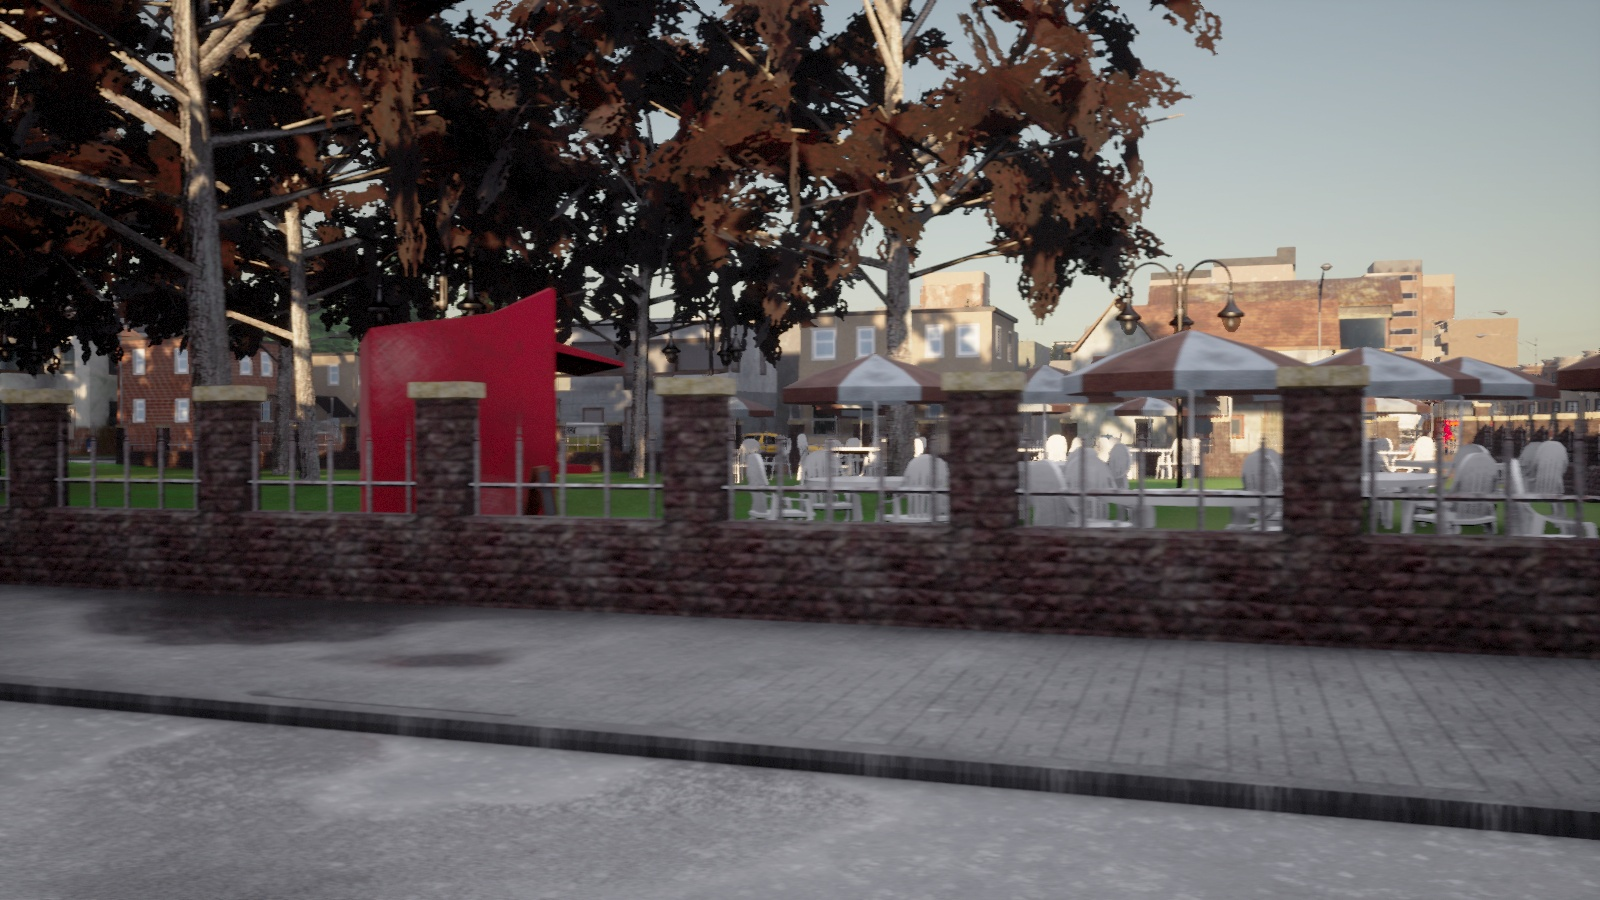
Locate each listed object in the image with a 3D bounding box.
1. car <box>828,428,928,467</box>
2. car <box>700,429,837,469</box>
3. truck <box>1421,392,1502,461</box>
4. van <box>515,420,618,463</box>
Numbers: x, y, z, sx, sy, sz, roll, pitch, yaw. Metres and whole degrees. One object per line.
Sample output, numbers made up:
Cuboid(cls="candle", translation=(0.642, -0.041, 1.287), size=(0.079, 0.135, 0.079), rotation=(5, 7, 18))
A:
Cuboid(cls="car", translation=(3.391, -0.137, 54.496), size=(3.988, 1.617, 1.851), rotation=(1, 1, 19))
Cuboid(cls="car", translation=(-1.296, -0.074, 51.853), size=(5.366, 1.575, 1.801), rotation=(1, 1, 19))
Cuboid(cls="truck", translation=(38.722, -1.368, 73.786), size=(2.891, 3.827, 8.468), rotation=(1, 1, 19))
Cuboid(cls="van", translation=(-11.025, -0.417, 59.320), size=(4.442, 1.987, 1.775), rotation=(1, 1, 19))
